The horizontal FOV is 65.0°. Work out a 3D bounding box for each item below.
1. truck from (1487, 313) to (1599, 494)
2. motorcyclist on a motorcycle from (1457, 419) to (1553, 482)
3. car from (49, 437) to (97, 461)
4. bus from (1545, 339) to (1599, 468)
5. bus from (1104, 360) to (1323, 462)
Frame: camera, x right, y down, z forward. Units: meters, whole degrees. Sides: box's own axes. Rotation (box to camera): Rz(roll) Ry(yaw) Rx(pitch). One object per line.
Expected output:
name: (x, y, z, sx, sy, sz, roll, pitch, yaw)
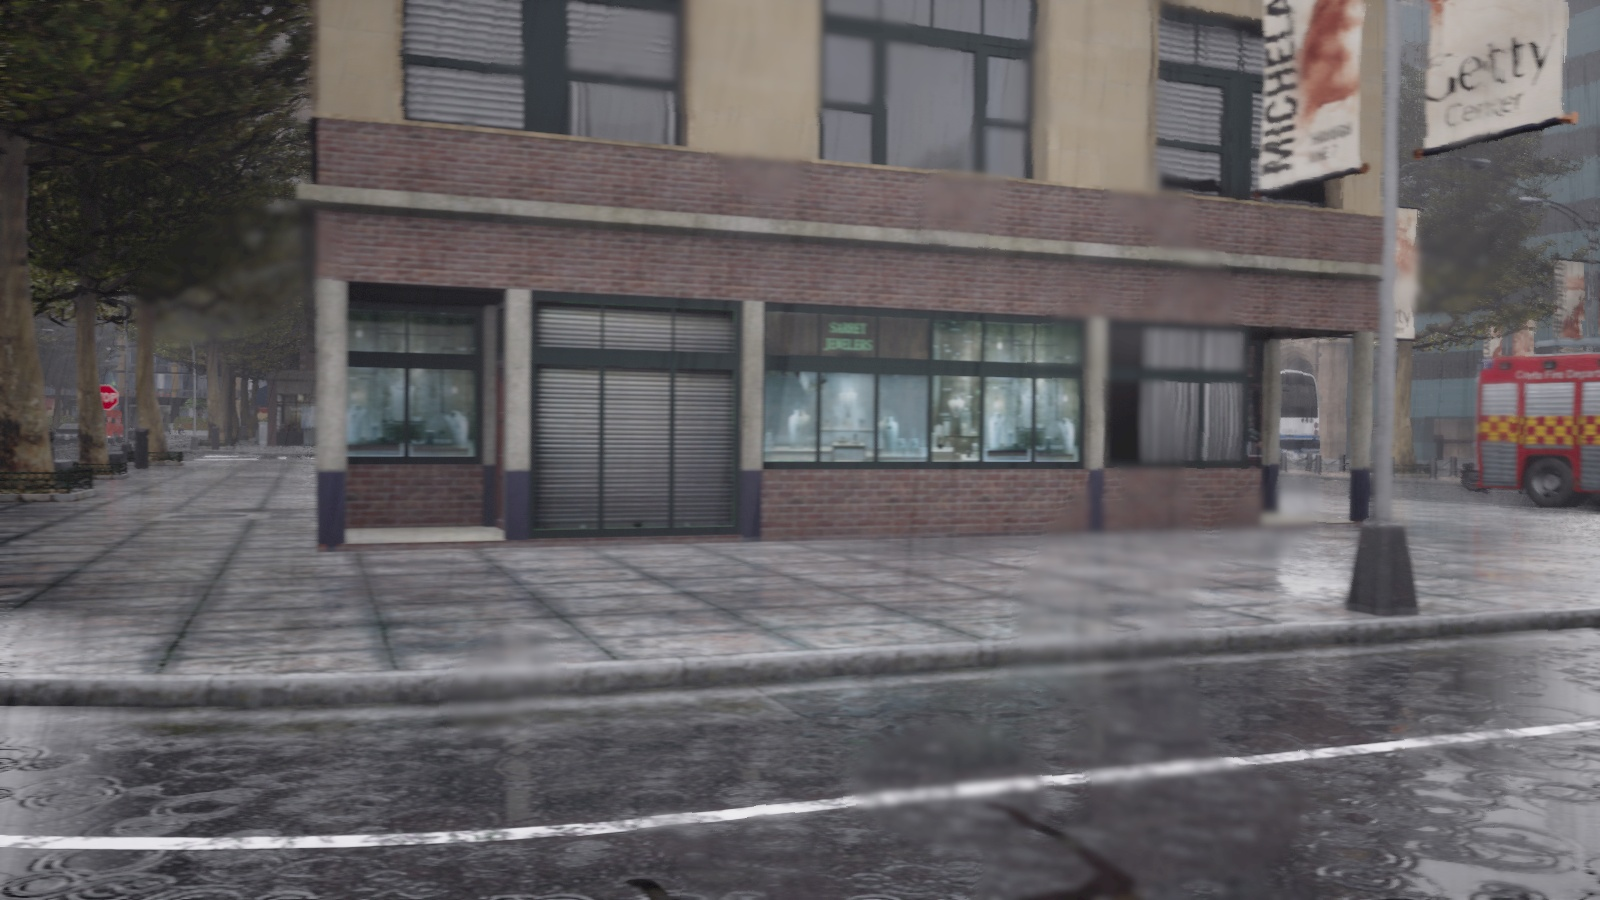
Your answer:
truck: (18.919, -0.988, 25.678, 2.891, 3.827, 8.468, -1, 1, -25)
motorcyclist on a motorcycle: (19.191, -0.016, 34.257, 0.766, 1.649, 2.350, -1, 1, -21)
car: (-47.627, -0.081, 82.390, 2.007, 1.525, 4.514, -1, 1, -21)
bus: (29.471, -1.537, 39.365, 3.944, 4.253, 10.273, -1, 1, -21)
bus: (18.653, -1.719, 57.739, 3.944, 4.253, 10.273, -1, 1, -21)
